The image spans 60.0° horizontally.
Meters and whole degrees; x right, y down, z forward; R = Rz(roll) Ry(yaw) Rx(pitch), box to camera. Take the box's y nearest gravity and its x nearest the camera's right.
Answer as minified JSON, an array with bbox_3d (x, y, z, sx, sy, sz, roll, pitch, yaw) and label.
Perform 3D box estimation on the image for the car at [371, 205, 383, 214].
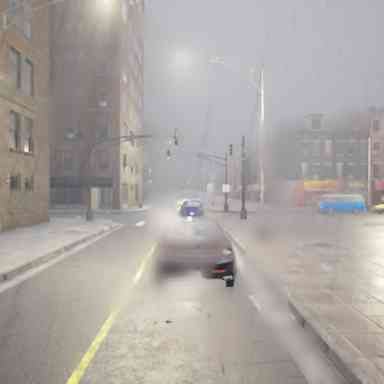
[{"bbox_3d":[19.034,1.334,30.482,4.829,1.417,1.752,0,0,0],"label":"car"}]

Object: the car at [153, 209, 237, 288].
[{"bbox_3d":[0.057,1.436,9.073,2.128,1.511,4.902,0,0,0],"label":"car"}]

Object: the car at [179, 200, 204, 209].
[{"bbox_3d":[-0.020,1.369,25.994,1.812,1.442,4.674,0,1,0],"label":"car"}]

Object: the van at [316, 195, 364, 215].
[{"bbox_3d":[13.592,1.154,30.464,3.998,1.788,1.690,0,0,0],"label":"van"}]
